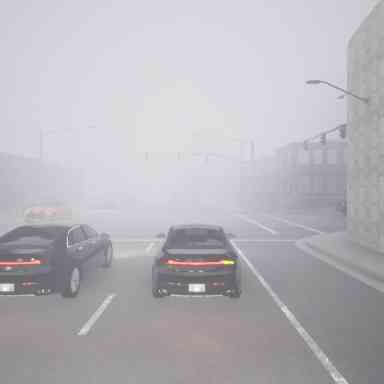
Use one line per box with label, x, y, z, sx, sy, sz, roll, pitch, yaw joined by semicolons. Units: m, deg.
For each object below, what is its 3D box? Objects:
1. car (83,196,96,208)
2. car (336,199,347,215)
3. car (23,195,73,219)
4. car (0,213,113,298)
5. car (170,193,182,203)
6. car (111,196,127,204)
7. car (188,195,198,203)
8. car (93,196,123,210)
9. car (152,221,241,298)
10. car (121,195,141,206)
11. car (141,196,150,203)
car;-13.949;1.351;47.476;2.097;1.767;4.553;0;0;0
car;14.906;0.764;27.550;5.566;2.045;2.150;-5;0;0
car;-10.523;1.353;24.646;2.097;1.767;4.553;0;0;0
car;-3.395;1.505;8.525;1.837;1.490;4.892;0;0;0
car;-3.288;1.221;68.287;2.150;2.045;5.566;0;0;0
car;-13.842;1.504;63.488;1.837;1.490;4.892;0;0;1
car;0.212;1.352;68.220;2.097;1.767;4.553;0;0;0
car;-10.459;1.564;41.734;1.994;1.385;4.181;0;0;0
car;0.105;1.505;8.509;1.837;1.490;4.892;0;0;0
car;-10.407;1.351;56.324;2.097;1.767;4.553;0;0;0
car;-10.277;1.528;71.728;2.033;1.411;5.357;0;0;0
